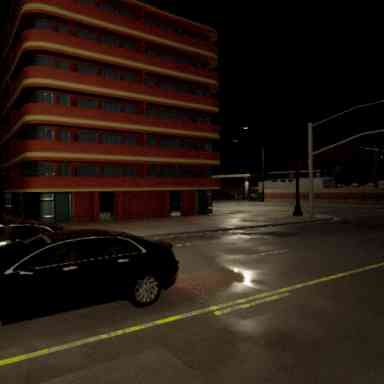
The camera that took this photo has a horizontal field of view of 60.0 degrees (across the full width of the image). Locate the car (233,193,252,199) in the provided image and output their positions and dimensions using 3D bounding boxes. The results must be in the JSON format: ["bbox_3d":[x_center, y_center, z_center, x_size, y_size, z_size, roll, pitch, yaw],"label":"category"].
[{"bbox_3d":[12.919,1.061,81.968,3.806,1.475,1.970,-1,1,-35],"label":"car"}]

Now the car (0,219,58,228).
[{"bbox_3d":[-5.239,1.537,8.852,4.892,1.490,1.837,0,0,-35],"label":"car"}]

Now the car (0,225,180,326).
[{"bbox_3d":[-2.554,1.528,6.467,4.892,1.490,1.837,0,0,-35],"label":"car"}]

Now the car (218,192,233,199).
[{"bbox_3d":[8.949,0.930,86.191,4.611,1.667,2.242,-1,1,-35],"label":"car"}]
